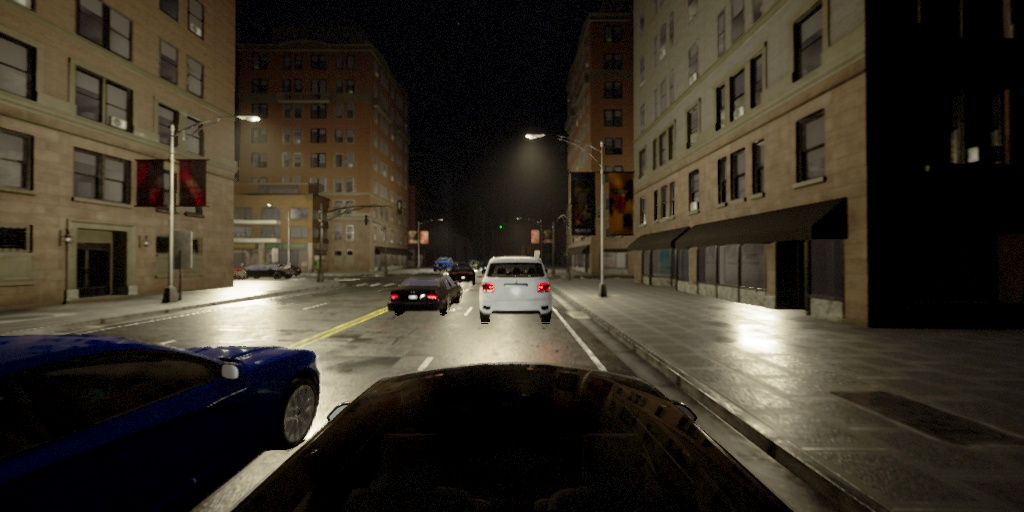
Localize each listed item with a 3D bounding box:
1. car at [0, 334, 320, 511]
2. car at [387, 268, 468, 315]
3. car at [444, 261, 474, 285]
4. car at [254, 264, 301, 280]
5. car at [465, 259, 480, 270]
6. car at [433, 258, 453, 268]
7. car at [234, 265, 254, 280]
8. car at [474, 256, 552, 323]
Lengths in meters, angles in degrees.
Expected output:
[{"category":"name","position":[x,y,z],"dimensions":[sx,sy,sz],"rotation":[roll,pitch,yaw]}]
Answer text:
[{"category":"car","position":[-3.152,1.230,2.170],"dimensions":[1.882,1.535,5.008],"rotation":[0,0,0]},{"category":"car","position":[-3.151,1.371,13.913],"dimensions":[2.033,1.411,5.357],"rotation":[0,0,0]},{"category":"car","position":[-4.015,1.384,27.815],"dimensions":[1.882,1.535,5.008],"rotation":[0,0,-13]},{"category":"car","position":[-23.138,1.482,33.672],"dimensions":[5.357,1.411,2.033],"rotation":[0,-1,0]},{"category":"car","position":[-6.561,1.447,60.142],"dimensions":[2.097,1.767,4.553],"rotation":[0,0,0]},{"category":"car","position":[-9.832,1.270,51.924],"dimensions":[2.150,2.045,5.566],"rotation":[0,0,0]},{"category":"car","position":[-25.413,1.348,31.139],"dimensions":[4.097,1.591,1.967],"rotation":[0,0,0]},{"category":"car","position":[0.102,1.038,12.491],"dimensions":[2.150,2.045,5.566],"rotation":[0,0,0]}]
